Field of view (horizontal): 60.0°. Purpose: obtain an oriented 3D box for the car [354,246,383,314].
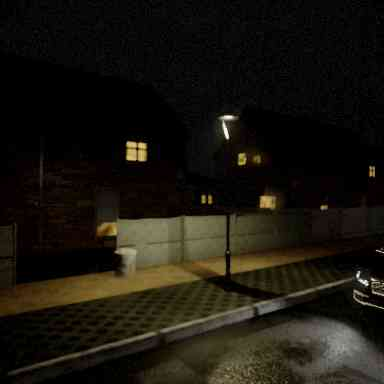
[{"bbox_3d":[5.239,1.533,6.804,4.892,1.490,1.837,0,0,-35],"label":"car"}]
